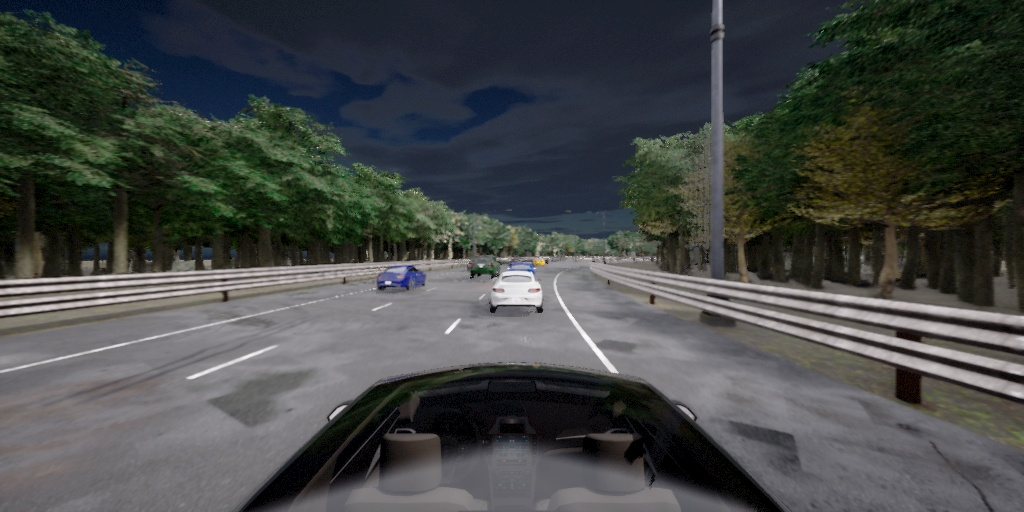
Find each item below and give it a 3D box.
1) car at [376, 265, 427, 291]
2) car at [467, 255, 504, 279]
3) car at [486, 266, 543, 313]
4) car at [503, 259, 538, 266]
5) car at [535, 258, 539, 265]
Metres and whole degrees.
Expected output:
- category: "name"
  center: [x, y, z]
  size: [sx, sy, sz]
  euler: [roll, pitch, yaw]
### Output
- category: "car"
  center: [-6.482, 1.266, 21.421]
  size: [1.812, 1.442, 4.674]
  euler: [0, 0, 3]
- category: "car"
  center: [-2.350, 0.971, 32.579]
  size: [2.150, 2.045, 5.566]
  euler: [0, 0, 4]
- category: "car"
  center: [0.197, 1.279, 13.987]
  size: [1.812, 1.442, 4.674]
  euler: [0, 0, 2]
- category: "car"
  center: [0.670, 1.234, 25.470]
  size: [1.882, 1.535, 5.008]
  euler: [0, 0, 3]
- category: "car"
  center: [1.808, 1.263, 41.170]
  size: [1.837, 1.490, 4.892]
  euler: [0, 0, 5]
